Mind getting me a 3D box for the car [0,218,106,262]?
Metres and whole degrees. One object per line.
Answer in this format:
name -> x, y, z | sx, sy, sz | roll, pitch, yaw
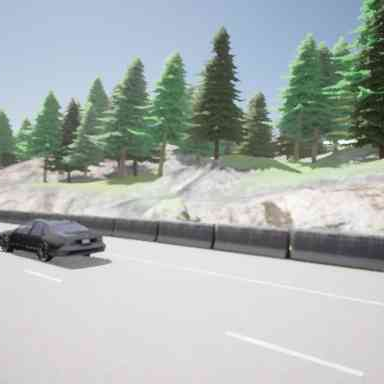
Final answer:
car -> -5.585, 1.736, 12.919 | 5.357, 1.411, 2.033 | 0, -1, 39
